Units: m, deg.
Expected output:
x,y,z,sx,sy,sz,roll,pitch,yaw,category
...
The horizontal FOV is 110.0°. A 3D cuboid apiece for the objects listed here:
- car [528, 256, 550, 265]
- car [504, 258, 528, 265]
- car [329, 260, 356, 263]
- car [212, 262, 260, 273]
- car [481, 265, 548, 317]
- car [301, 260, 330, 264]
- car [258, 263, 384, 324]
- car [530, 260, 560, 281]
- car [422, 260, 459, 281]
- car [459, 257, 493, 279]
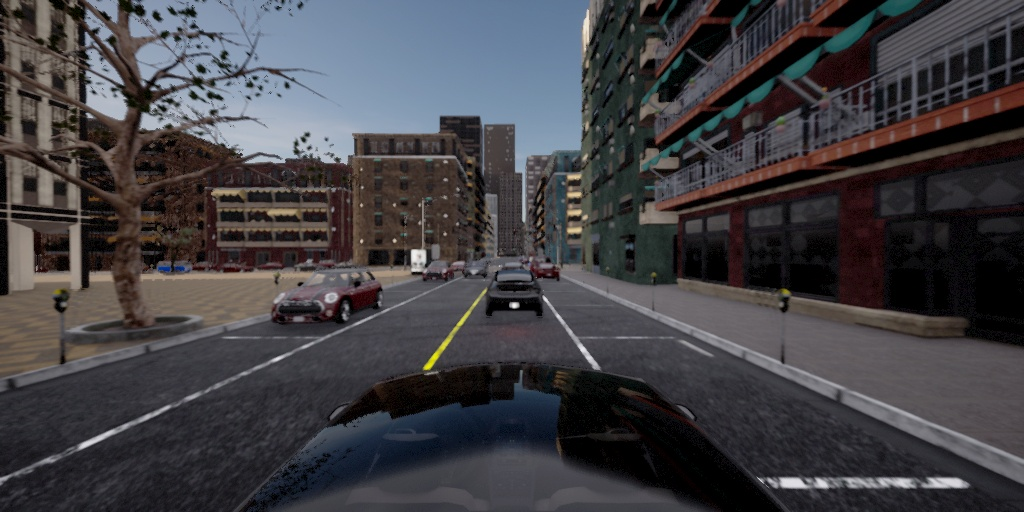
x,y,z,sx,sy,sz,roll,pitch,yaw,category
2.686,0.952,33.670,2.192,1.841,5.009,0,0,0,car
0.083,1.131,28.898,1.882,1.535,5.008,0,0,0,car
-22.398,1.472,49.967,4.403,1.370,2.007,0,0,0,car
-38.396,1.700,49.897,4.507,1.381,1.888,0,0,0,car
0.081,1.211,12.955,1.837,1.490,4.892,0,0,0,car
-27.967,1.554,49.926,4.403,1.370,2.007,0,0,0,car
-5.693,1.153,11.561,1.967,1.591,4.097,0,0,0,car
2.686,1.201,28.142,1.888,1.381,4.507,0,0,0,car
-5.695,1.095,28.143,1.967,1.591,4.097,0,0,0,car
-3.087,1.136,31.627,2.128,1.511,4.902,0,0,0,car
